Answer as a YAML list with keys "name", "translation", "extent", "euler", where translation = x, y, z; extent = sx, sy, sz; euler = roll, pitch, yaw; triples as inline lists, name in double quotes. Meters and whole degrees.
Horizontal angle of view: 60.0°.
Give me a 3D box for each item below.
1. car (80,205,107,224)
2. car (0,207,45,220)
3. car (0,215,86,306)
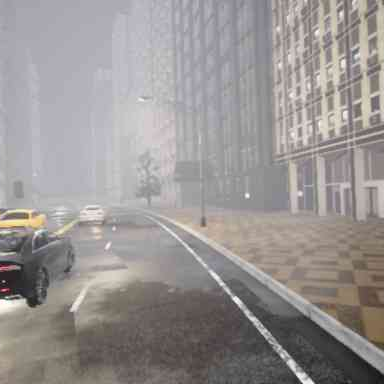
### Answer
- name: "car"
  translation: [-7.756, 1.749, 26.234]
  extent: [1.812, 1.442, 4.674]
  euler: [-2, 0, -13]
- name: "car"
  translation: [-9.596, 1.748, 18.606]
  extent: [1.882, 1.535, 5.008]
  euler: [-2, 0, -12]
- name: "car"
  translation: [-4.199, 1.610, 8.110]
  extent: [2.128, 1.511, 4.902]
  euler: [-2, 0, -9]
